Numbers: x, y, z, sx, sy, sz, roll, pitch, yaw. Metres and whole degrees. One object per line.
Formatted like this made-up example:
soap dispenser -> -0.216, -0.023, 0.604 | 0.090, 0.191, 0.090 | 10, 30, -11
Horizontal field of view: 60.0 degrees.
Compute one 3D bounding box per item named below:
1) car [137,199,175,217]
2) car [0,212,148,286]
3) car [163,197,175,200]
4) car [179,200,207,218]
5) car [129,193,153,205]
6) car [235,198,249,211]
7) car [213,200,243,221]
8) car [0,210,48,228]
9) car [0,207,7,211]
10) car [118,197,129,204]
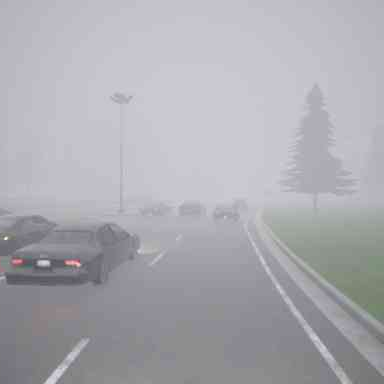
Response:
car -> -3.291, 1.618, 31.700 | 1.895, 1.301, 4.718 | 0, 0, 12
car -> -2.912, 1.549, 9.495 | 2.033, 1.411, 5.357 | 0, 0, 5
car -> -4.692, 1.639, 63.254 | 1.895, 1.301, 4.718 | 0, 0, 13
car -> 0.143, 1.501, 30.960 | 1.882, 1.535, 5.008 | 0, 0, 12
car -> -8.868, 1.248, 60.612 | 2.150, 2.045, 5.566 | 0, 0, 13
car -> 6.152, 1.550, 42.214 | 1.837, 1.490, 4.892 | 0, 0, 12
car -> 2.929, 1.628, 27.203 | 1.895, 1.301, 4.718 | 0, 0, 11
car -> -6.150, 1.522, 12.099 | 1.812, 1.442, 4.674 | 0, 0, 5
car -> -14.298, 1.551, 22.500 | 1.994, 1.385, 4.181 | 0, 0, 16
car -> -12.125, 1.622, 62.052 | 1.895, 1.301, 4.718 | 0, 0, 13
